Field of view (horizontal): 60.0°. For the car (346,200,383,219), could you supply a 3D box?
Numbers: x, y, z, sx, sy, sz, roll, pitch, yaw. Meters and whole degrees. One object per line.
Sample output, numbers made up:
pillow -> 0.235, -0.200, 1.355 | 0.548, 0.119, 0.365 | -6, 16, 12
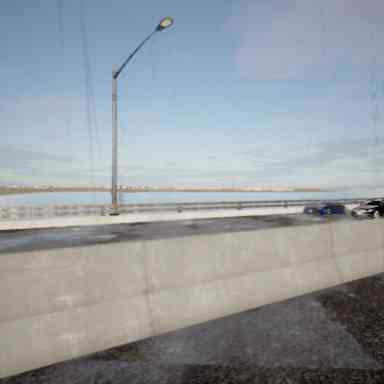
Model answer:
car -> 14.732, 1.357, 26.712 | 4.674, 1.442, 1.812 | 0, 0, -34

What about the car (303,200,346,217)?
car -> 11.533, 1.378, 28.775 | 4.181, 1.385, 1.994 | 0, 0, -34
